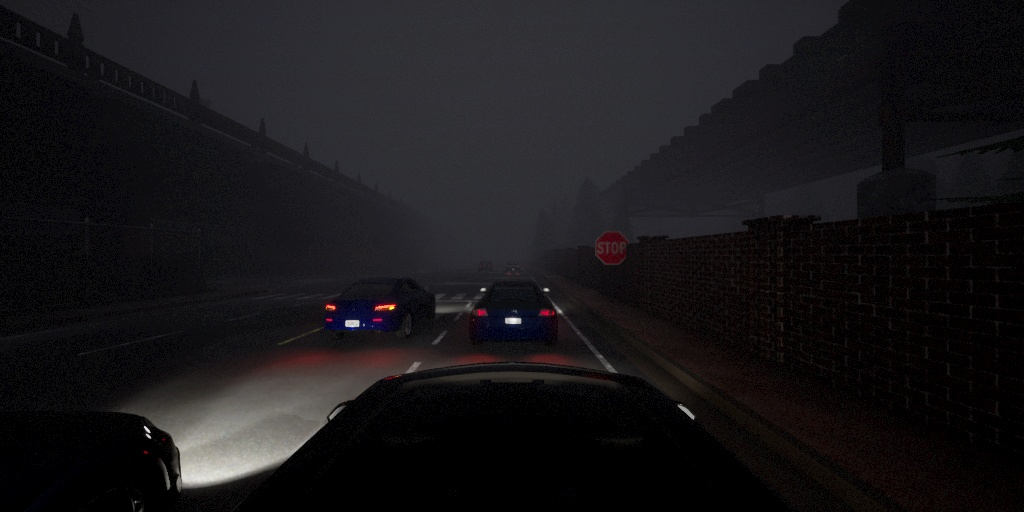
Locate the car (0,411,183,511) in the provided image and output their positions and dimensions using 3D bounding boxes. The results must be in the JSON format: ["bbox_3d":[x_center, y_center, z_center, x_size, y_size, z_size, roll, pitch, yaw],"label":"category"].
[{"bbox_3d":[-3.399,1.314,0.856,1.994,1.385,4.181,0,0,0],"label":"car"}]

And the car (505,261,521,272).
[{"bbox_3d":[0.106,1.351,46.228,1.895,1.301,4.718,0,0,-1],"label":"car"}]

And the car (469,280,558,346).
[{"bbox_3d":[0.070,1.314,9.429,1.994,1.385,4.181,0,0,1],"label":"car"}]

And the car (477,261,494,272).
[{"bbox_3d":[-3.388,1.297,46.020,2.033,1.411,5.357,0,0,-1],"label":"car"}]

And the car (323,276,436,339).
[{"bbox_3d":[-3.412,1.276,9.952,1.812,1.442,4.674,0,0,0],"label":"car"}]
